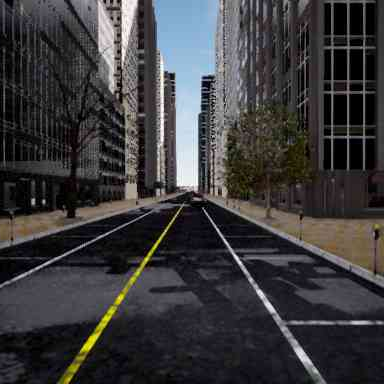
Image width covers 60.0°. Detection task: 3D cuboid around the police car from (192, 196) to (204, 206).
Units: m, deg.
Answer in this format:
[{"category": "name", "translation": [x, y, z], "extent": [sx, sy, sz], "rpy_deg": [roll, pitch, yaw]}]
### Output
[{"category": "police car", "translation": [0.900, 1.430, 54.848], "extent": [1.930, 1.638, 5.238], "rpy_deg": [0, 0, 0]}]

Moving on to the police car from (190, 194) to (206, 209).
[{"category": "police car", "translation": [0.900, 1.425, 44.849], "extent": [1.930, 1.638, 5.238], "rpy_deg": [0, 0, 0]}]

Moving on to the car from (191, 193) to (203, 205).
[{"category": "car", "translation": [0.897, 1.306, 60.768], "extent": [2.150, 2.045, 5.566], "rpy_deg": [0, 0, 0]}]
